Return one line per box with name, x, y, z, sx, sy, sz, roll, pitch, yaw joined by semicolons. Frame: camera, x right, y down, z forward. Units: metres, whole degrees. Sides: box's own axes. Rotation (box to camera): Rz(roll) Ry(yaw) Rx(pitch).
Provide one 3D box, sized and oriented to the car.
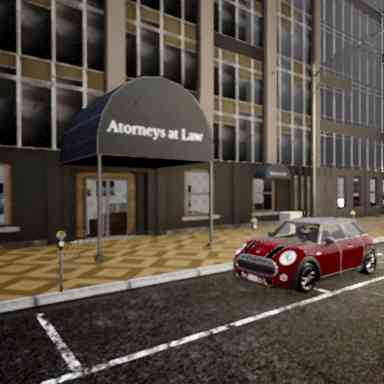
car;3.006;1.420;8.709;4.097;1.590;1.967;0;0;-36
